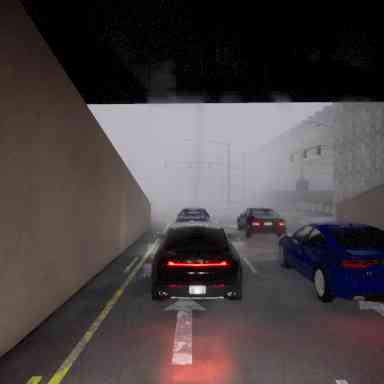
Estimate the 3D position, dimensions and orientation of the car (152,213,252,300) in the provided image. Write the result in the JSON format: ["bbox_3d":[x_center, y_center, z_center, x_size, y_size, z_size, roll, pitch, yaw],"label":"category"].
[{"bbox_3d":[0.105,1.505,8.380,1.837,1.490,4.892,0,0,0],"label":"car"}]

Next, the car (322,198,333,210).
[{"bbox_3d":[17.611,1.451,40.675,4.974,1.542,2.038,0,0,-45],"label":"car"}]

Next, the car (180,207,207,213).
[{"bbox_3d":[0.099,1.547,18.126,2.033,1.411,5.357,0,0,3],"label":"car"}]

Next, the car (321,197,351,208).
[{"bbox_3d":[17.648,1.294,40.712,4.536,1.218,1.853,0,0,-45],"label":"car"}]

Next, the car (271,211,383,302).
[{"bbox_3d":[3.604,1.477,8.362,1.882,1.535,5.008,0,0,0],"label":"car"}]

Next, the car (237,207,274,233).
[{"bbox_3d":[3.632,1.547,18.114,2.033,1.411,5.357,0,0,0],"label":"car"}]
